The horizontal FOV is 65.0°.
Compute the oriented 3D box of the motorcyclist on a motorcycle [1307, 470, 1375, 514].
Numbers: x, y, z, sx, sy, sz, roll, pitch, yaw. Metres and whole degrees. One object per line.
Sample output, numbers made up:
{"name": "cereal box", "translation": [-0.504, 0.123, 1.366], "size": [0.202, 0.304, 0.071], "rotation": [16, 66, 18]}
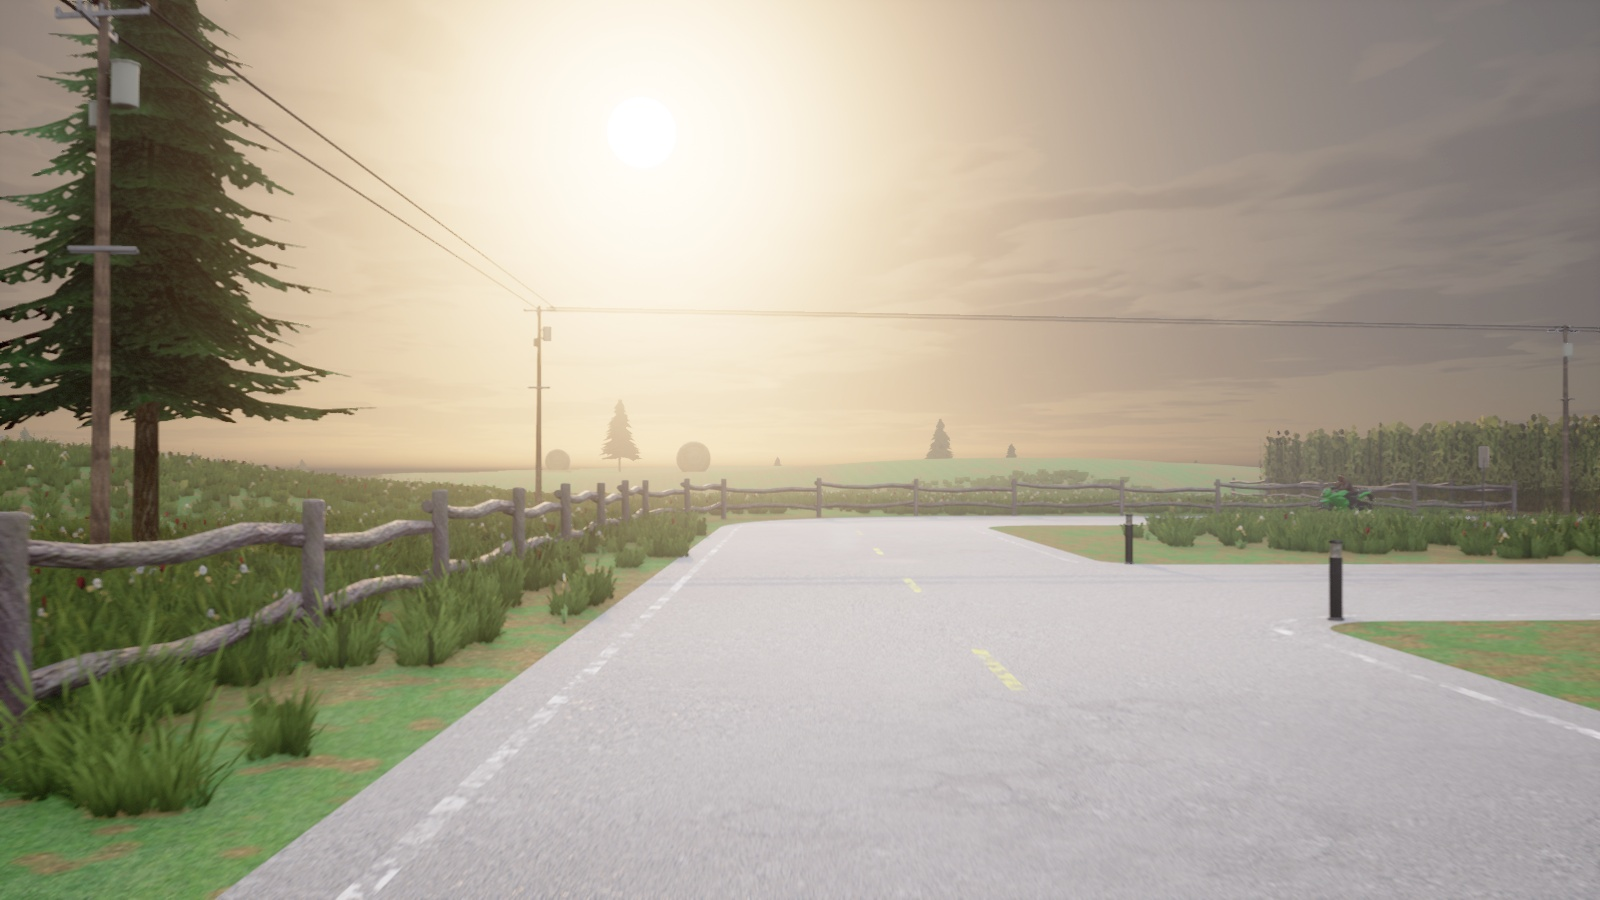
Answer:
{"name": "motorcyclist on a motorcycle", "translation": [18.757, 1.451, 43.564], "size": [2.044, 1.523, 0.797], "rotation": [0, -1, -6]}
